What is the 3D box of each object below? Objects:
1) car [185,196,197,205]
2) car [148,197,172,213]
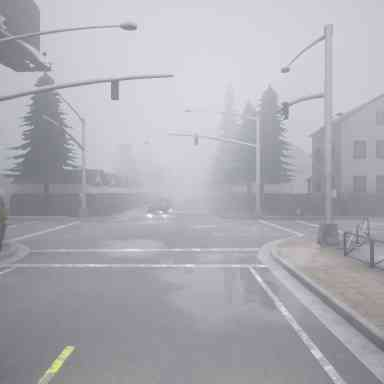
[{"bbox_3d":[-0.108,1.491,59.238,2.128,1.511,4.902,0,0,0],"label":"car"},{"bbox_3d":[-3.666,1.352,37.036,2.097,1.767,4.553,0,0,0],"label":"car"}]
